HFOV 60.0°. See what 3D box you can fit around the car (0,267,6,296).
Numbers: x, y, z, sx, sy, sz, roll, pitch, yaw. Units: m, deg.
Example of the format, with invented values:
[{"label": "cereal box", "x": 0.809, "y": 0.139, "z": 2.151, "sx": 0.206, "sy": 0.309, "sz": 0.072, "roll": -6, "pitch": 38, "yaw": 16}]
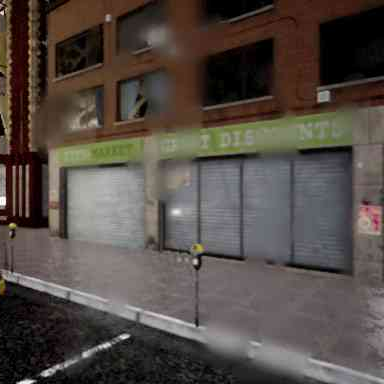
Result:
[{"label": "car", "x": -5.744, "y": 1.489, "z": 6.974, "sx": 4.829, "sy": 1.417, "sz": 1.752, "roll": 0, "pitch": 0, "yaw": 36}]
